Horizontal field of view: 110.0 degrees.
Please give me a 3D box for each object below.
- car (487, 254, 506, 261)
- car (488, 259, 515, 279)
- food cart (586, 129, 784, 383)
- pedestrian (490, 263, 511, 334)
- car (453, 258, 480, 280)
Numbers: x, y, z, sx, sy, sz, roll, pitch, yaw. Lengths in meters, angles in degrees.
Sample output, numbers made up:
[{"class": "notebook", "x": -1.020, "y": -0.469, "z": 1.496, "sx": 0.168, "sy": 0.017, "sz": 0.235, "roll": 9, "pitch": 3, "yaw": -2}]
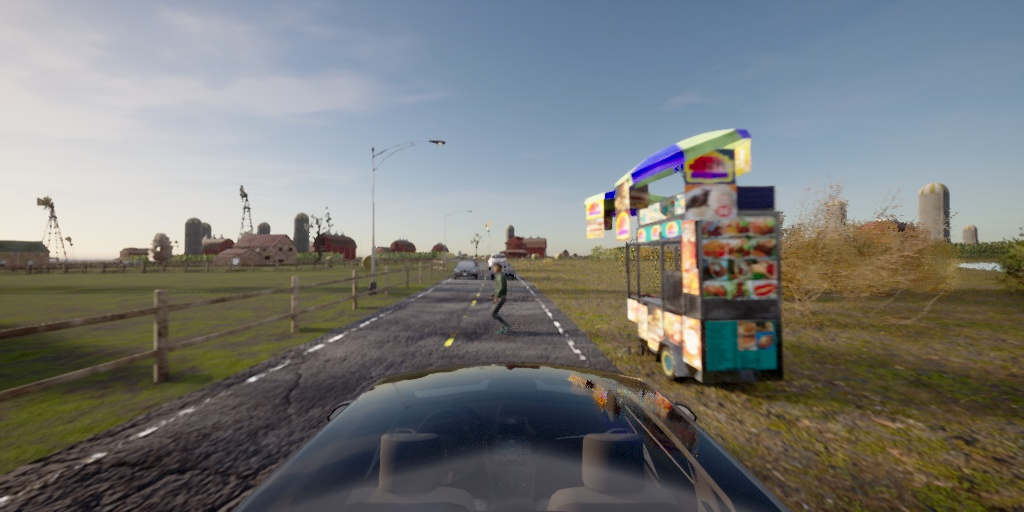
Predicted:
[{"class": "car", "x": -1.863, "y": 0.751, "z": 44.953, "sx": 2.150, "sy": 2.045, "sz": 5.566, "roll": 0, "pitch": 0, "yaw": -7}, {"class": "car", "x": -0.783, "y": 1.161, "z": 29.880, "sx": 1.994, "sy": 1.385, "sz": 4.181, "roll": 0, "pitch": 0, "yaw": -3}, {"class": "food cart", "x": 3.095, "y": 0.185, "z": 6.753, "sx": 2.280, "sy": 3.560, "sz": 4.660, "roll": 0, "pitch": 0, "yaw": -1}, {"class": "pedestrian", "x": -0.300, "y": 1.002, "z": 8.849, "sx": 0.375, "sy": 1.860, "sz": 0.375, "roll": 1, "pitch": -1, "yaw": 1}, {"class": "car", "x": -3.701, "y": 1.115, "z": 29.532, "sx": 1.812, "sy": 1.442, "sz": 4.674, "roll": 1, "pitch": 0, "yaw": -3}]
